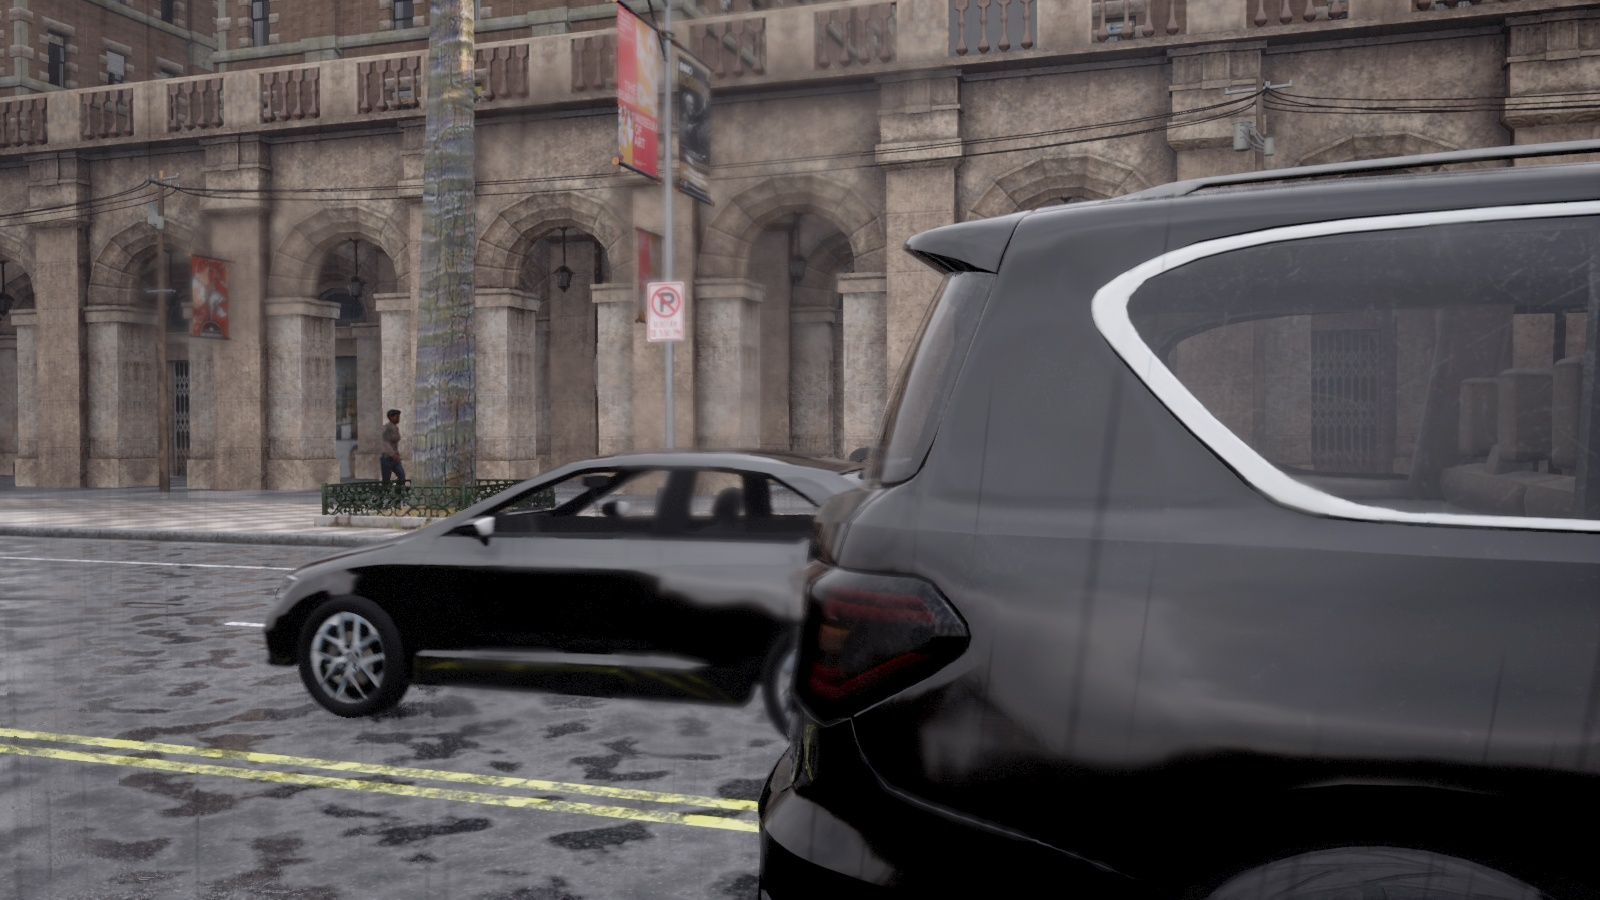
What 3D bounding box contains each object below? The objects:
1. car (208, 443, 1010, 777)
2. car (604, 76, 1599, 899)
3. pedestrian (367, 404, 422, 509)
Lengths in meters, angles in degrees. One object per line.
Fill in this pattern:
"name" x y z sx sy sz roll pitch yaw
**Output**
"car" -1.039 0.720 7.235 4.193 1.474 1.816 1 1 19
"car" 2.642 0.518 2.301 5.566 2.045 2.150 1 1 19
"pedestrian" -7.064 0.106 21.891 0.869 1.805 0.328 0 1 13
